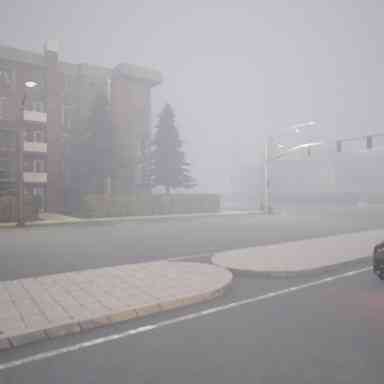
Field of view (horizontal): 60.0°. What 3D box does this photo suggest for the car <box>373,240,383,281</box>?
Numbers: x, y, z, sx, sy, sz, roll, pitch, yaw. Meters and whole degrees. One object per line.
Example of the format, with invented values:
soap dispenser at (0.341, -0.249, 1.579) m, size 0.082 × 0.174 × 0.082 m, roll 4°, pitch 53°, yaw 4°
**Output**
car at (6.527, 1.508, 8.566) m, size 4.892 × 1.490 × 1.837 m, roll 0°, pitch 0°, yaw -36°
